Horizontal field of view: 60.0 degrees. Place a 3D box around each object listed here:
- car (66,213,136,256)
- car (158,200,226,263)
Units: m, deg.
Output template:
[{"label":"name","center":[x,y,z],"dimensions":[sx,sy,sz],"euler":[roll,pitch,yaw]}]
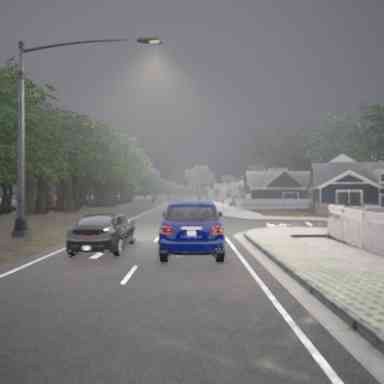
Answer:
[{"label":"car","center":[-3.491,1.599,13.471],"dimensions":[1.837,1.490,4.892],"euler":[0,0,0]},{"label":"car","center":[0.009,1.314,12.546],"dimensions":[2.150,2.045,5.566],"euler":[0,0,0]}]
